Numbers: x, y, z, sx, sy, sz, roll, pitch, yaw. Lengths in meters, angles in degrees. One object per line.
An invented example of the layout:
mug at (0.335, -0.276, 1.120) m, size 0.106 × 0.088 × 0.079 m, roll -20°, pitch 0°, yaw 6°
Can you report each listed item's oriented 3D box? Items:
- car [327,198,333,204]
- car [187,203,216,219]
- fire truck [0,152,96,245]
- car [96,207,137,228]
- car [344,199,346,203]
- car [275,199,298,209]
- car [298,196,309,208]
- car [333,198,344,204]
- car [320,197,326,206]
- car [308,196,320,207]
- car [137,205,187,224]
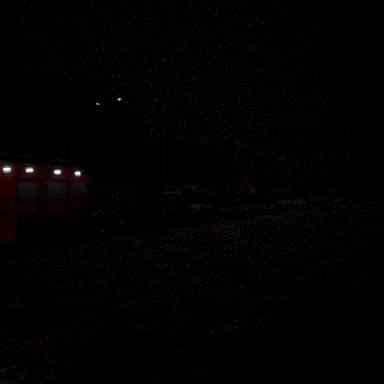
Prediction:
car at (26.625, 1.814, 67.349) m, size 1.967 × 1.590 × 4.097 m, roll 0°, pitch -1°, yaw 35°
car at (0.615, 1.691, 30.144) m, size 1.802 × 1.307 × 4.206 m, roll 0°, pitch 0°, yaw 35°
fire truck at (-8.237, 0.378, 12.888) m, size 2.891 × 3.827 × 8.468 m, roll 0°, pitch 0°, yaw 35°
car at (-5.888, 1.611, 20.843) m, size 2.008 × 1.369 × 4.403 m, roll 0°, pitch 0°, yaw 35°
car at (36.379, 2.055, 81.300) m, size 2.008 × 1.369 × 4.403 m, roll 0°, pitch -1°, yaw 35°
car at (13.620, 1.810, 48.746) m, size 1.802 × 1.307 × 4.206 m, roll 0°, pitch 0°, yaw 35°
car at (16.774, 1.786, 53.258) m, size 1.752 × 1.417 × 4.829 m, roll 0°, pitch 0°, yaw 35°
car at (33.031, 1.983, 76.510) m, size 1.752 × 1.417 × 4.829 m, roll 0°, pitch -1°, yaw 35°
car at (23.374, 1.917, 62.698) m, size 1.802 × 1.307 × 4.206 m, roll 0°, pitch -1°, yaw 35°
car at (20.123, 1.612, 58.049) m, size 2.192 × 1.841 × 5.009 m, roll 0°, pitch -1°, yaw 35°
car at (-2.636, 1.650, 25.494) m, size 1.947 × 1.339 × 4.313 m, roll 0°, pitch 0°, yaw 35°
